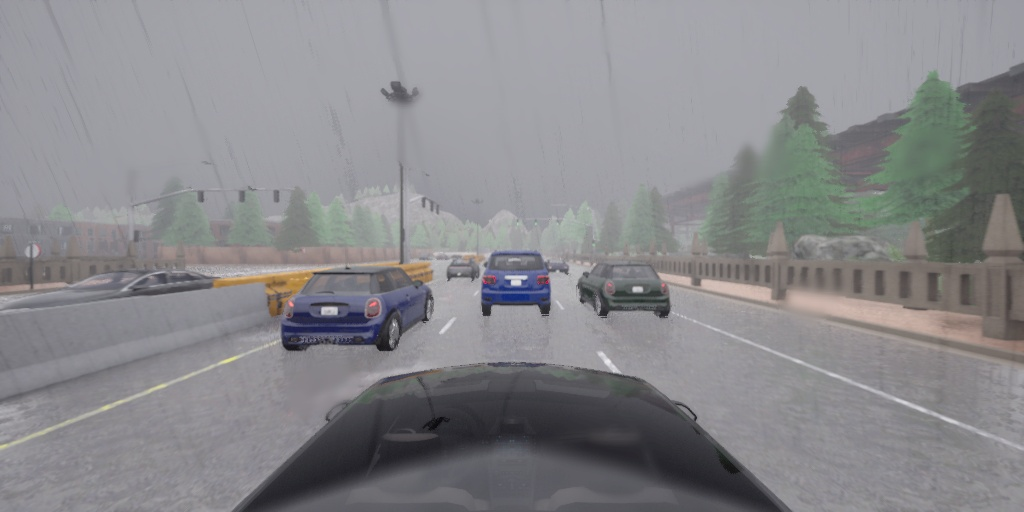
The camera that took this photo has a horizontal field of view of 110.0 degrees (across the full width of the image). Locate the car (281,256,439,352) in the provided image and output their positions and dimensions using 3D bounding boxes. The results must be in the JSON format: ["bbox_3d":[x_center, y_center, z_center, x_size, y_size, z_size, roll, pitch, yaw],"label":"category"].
[{"bbox_3d":[-3.384,1.009,8.789,2.097,1.767,4.553,0,1,0],"label":"car"}]

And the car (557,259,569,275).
[{"bbox_3d":[3.727,0.913,31.361,1.895,1.301,4.718,0,1,0],"label":"car"}]

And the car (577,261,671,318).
[{"bbox_3d":[3.630,0.951,12.457,2.097,1.767,4.553,0,1,0],"label":"car"}]

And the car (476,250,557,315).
[{"bbox_3d":[0.131,0.815,12.878,2.150,2.045,5.566,0,1,0],"label":"car"}]

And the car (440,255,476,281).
[{"bbox_3d":[-3.308,0.903,24.966,2.128,1.511,4.902,0,1,0],"label":"car"}]

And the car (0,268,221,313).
[{"bbox_3d":[-10.573,1.129,10.043,2.128,1.511,4.902,0,1,0],"label":"car"}]
